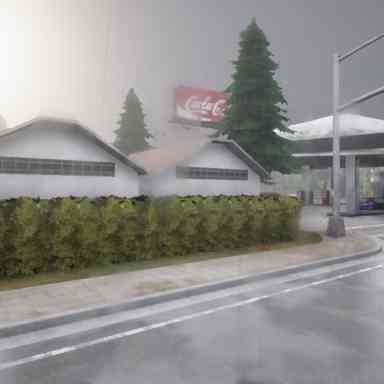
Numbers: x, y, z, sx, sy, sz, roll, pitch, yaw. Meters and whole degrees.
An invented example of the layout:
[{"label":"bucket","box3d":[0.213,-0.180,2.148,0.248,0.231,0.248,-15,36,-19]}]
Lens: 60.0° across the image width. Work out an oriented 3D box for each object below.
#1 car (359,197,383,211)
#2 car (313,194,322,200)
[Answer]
[{"label":"car","box3d":[21.919,1.480,40.042,4.611,1.667,2.242,0,0,-36]},{"label":"car","box3d":[33.040,1.330,89.523,2.152,1.636,5.027,0,0,-36]}]
